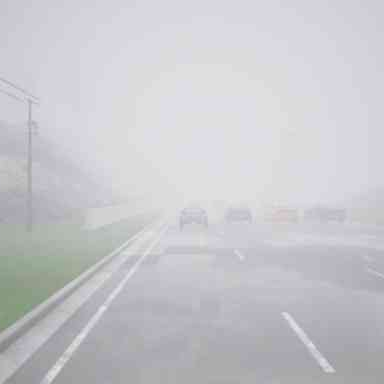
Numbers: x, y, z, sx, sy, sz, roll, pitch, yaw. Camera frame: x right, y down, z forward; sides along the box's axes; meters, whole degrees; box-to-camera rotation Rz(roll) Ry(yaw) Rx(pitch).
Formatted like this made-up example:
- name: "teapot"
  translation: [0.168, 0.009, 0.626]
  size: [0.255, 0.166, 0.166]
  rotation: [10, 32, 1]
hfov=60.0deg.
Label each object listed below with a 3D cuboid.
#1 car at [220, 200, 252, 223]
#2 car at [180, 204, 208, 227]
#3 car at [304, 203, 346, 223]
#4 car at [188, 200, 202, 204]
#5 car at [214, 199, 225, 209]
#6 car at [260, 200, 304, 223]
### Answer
- name: "car"
  translation: [3.606, 1.659, 27.015]
  size: [1.882, 1.535, 5.008]
  rotation: [0, 0, 0]
- name: "car"
  translation: [0.106, 1.762, 23.967]
  size: [1.895, 1.301, 4.718]
  rotation: [0, 0, 0]
- name: "car"
  translation: [10.607, 1.658, 27.012]
  size: [1.882, 1.535, 5.008]
  rotation: [0, 0, 0]
- name: "car"
  translation: [0.501, 1.899, 49.942]
  size: [1.994, 1.385, 4.181]
  rotation: [0, 0, 7]
- name: "car"
  translation: [4.551, 1.857, 52.301]
  size: [1.837, 1.490, 4.892]
  rotation: [0, 0, 11]
- name: "car"
  translation: [7.107, 1.659, 27.020]
  size: [1.882, 1.535, 5.008]
  rotation: [0, 0, 0]
